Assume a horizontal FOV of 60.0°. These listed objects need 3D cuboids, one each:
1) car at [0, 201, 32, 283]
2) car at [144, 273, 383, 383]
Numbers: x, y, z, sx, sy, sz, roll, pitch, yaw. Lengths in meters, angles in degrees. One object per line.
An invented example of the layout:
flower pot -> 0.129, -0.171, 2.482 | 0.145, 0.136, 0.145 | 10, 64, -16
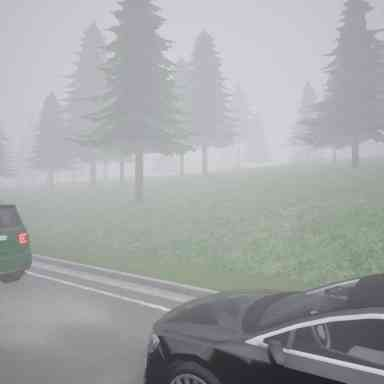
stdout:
car -> -6.324, 1.221, 8.468 | 5.566, 2.045, 2.150 | 0, 0, 36
car -> 1.739, 1.492, 2.752 | 4.902, 1.511, 2.128 | 0, 0, 36
